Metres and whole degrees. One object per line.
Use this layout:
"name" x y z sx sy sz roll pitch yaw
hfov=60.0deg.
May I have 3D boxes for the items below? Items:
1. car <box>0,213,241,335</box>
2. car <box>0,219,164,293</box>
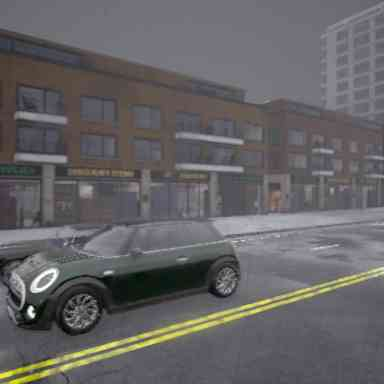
"car" -1.186 1.345 6.830 4.553 1.767 2.097 0 0 -35
"car" -3.318 1.595 9.302 4.718 1.301 1.895 0 0 -35
